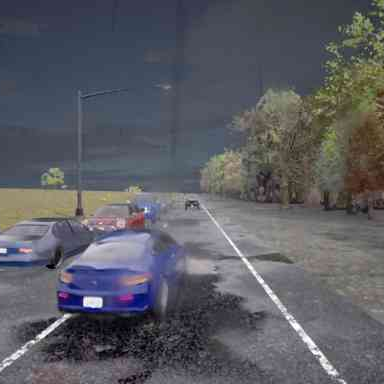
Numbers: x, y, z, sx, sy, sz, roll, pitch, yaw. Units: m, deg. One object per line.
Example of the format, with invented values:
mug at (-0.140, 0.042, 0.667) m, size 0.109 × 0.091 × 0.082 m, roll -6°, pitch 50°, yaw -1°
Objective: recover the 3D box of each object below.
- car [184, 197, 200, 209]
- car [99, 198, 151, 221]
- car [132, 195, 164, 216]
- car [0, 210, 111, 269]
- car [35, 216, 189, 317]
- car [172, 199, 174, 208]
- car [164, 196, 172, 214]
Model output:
car at (0.024, 1.500, 44.326) m, size 1.837 × 1.490 × 4.892 m, roll 0°, pitch 0°, yaw 0°
car at (-3.592, 1.354, 15.829) m, size 2.097 × 1.767 × 4.553 m, roll 0°, pitch 0°, yaw 5°
car at (-3.625, 1.223, 25.239) m, size 2.150 × 2.045 × 5.566 m, roll 0°, pitch 0°, yaw -1°
car at (-4.651, 1.549, 11.036) m, size 2.033 × 1.411 × 5.357 m, roll 0°, pitch 0°, yaw 5°
car at (-1.225, 1.526, 7.425) m, size 1.812 × 1.442 × 4.674 m, roll 0°, pitch 0°, yaw 8°
car at (-3.630, 1.347, 45.250) m, size 2.097 × 1.767 × 4.553 m, roll 0°, pitch 0°, yaw 0°
car at (-3.622, 1.351, 35.244) m, size 2.097 × 1.767 × 4.553 m, roll 0°, pitch 0°, yaw 0°
